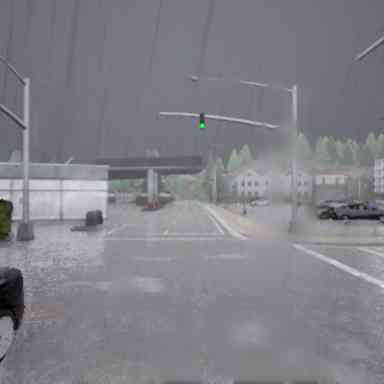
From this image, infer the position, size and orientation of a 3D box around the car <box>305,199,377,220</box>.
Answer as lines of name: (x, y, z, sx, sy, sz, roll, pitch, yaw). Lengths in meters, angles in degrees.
car: (13.140, 1.706, 29.632, 5.027, 1.636, 2.152, 0, -1, 0)

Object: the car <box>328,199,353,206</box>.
car: (31.623, 2.193, 70.846, 4.514, 1.523, 2.007, 0, -1, 0)

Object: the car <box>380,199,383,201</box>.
car: (38.669, 2.083, 67.177, 3.806, 1.475, 1.970, 0, -1, 0)

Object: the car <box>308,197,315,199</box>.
car: (20.880, 1.948, 51.461, 4.514, 1.523, 2.007, 0, -1, 0)

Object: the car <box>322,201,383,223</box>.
car: (13.189, 1.676, 26.496, 4.514, 1.523, 2.007, 0, -1, 0)

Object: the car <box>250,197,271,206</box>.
car: (13.740, 1.921, 67.214, 3.866, 1.878, 1.905, 0, -1, 0)

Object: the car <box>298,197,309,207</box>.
car: (21.605, 1.903, 63.919, 4.605, 1.855, 1.932, 0, -1, 0)

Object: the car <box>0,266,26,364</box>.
car: (-3.487, 1.518, 3.032, 1.882, 1.535, 5.008, 0, -1, 0)

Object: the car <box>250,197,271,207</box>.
car: (13.126, 2.164, 63.887, 3.806, 1.475, 1.970, 0, -1, 0)

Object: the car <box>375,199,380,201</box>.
car: (20.827, 1.845, 41.469, 3.633, 1.501, 1.845, 0, -1, 0)
